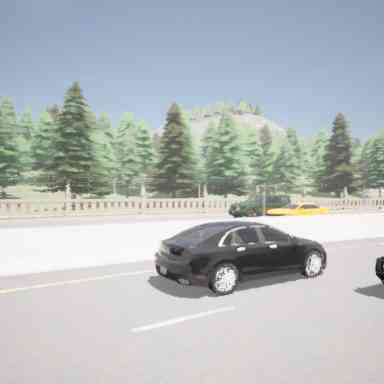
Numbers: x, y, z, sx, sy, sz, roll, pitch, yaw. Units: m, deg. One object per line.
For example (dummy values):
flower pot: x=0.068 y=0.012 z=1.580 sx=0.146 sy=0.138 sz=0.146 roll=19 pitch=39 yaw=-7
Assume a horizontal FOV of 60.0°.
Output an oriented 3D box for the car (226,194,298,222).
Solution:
car: x=5.709 y=1.219 z=26.992 sx=5.566 sy=2.045 sz=2.150 roll=1 pitch=0 yaw=-25

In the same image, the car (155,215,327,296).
car: x=1.437 y=1.499 z=8.614 sx=4.892 sy=1.490 sz=1.837 roll=0 pitch=0 yaw=-32

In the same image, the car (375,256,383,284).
car: x=6.394 y=1.632 z=7.519 sx=4.718 sy=1.301 sz=1.895 roll=0 pitch=0 yaw=-29
